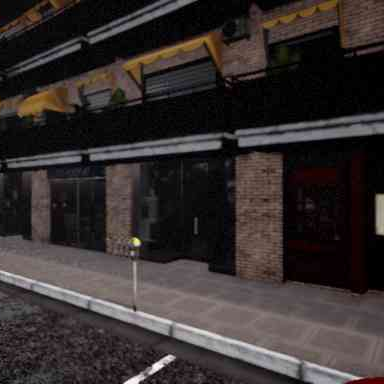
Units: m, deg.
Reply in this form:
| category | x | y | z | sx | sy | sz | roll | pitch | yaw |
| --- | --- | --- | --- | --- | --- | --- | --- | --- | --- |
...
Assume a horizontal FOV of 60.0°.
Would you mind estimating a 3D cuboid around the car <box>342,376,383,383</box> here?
| category | x | y | z | sx | sy | sz | roll | pitch | yaw |
| --- | --- | --- | --- | --- | --- | --- | --- | --- | --- |
| car | 2.524 | 1.555 | 0.930 | 4.507 | 1.381 | 1.887 | 0 | 0 | 36 |
